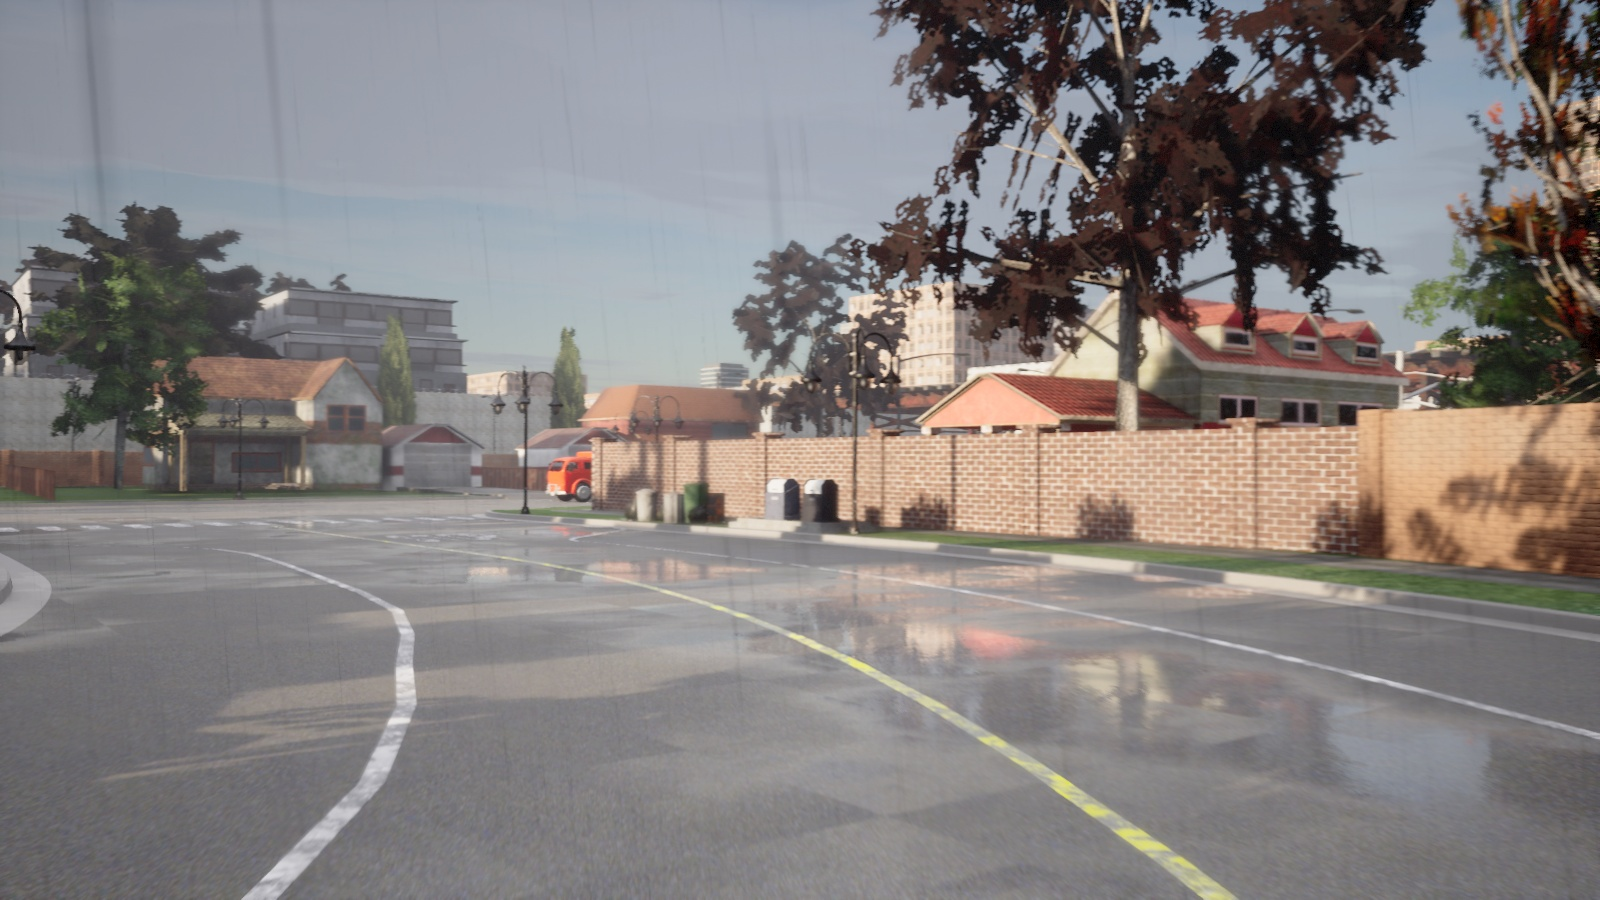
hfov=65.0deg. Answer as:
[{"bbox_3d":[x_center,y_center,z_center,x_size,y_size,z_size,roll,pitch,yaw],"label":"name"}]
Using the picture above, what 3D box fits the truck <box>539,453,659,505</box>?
[{"bbox_3d":[-9.921,1.392,62.153,5.204,2.467,2.627,0,-1,-37],"label":"truck"}]
